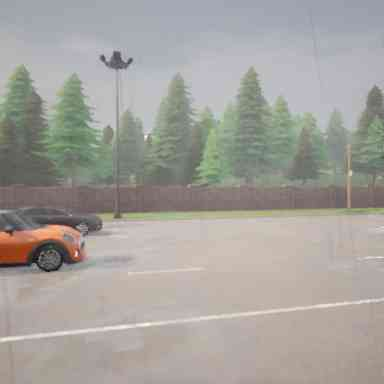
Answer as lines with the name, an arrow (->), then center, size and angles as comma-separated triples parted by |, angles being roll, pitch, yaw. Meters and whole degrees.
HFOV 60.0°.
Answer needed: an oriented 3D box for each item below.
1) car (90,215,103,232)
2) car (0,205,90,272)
car -> -6.950, 1.417, 16.494 | 4.892, 1.490, 1.837 | 0, 0, -15
car -> -5.473, 1.306, 9.644 | 4.553, 1.767, 2.097 | 0, 0, -15
